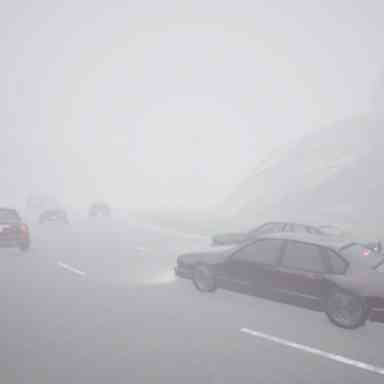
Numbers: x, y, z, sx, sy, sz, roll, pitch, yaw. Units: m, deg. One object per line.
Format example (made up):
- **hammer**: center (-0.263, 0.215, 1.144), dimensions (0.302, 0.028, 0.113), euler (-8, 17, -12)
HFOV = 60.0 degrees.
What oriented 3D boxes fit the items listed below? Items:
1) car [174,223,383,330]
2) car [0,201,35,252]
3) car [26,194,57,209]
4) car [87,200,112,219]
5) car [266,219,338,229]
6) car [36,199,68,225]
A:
- **car**: center (2.090, 1.586, 7.039), dimensions (5.357, 1.411, 2.033), euler (0, 0, 41)
- **car**: center (-7.952, 1.328, 13.203), dimensions (2.097, 1.767, 4.553), euler (1, 0, -36)
- **car**: center (-16.610, 1.194, 37.145), dimensions (2.150, 2.045, 5.566), euler (0, 0, -5)
- **car**: center (-8.243, 1.523, 29.683), dimensions (1.837, 1.490, 4.892), euler (0, 0, -17)
- **car**: center (3.140, 1.604, 10.734), dimensions (5.357, 1.411, 2.033), euler (0, 0, 42)
- **car**: center (-10.027, 1.515, 24.147), dimensions (1.812, 1.442, 4.674), euler (0, 0, -23)
